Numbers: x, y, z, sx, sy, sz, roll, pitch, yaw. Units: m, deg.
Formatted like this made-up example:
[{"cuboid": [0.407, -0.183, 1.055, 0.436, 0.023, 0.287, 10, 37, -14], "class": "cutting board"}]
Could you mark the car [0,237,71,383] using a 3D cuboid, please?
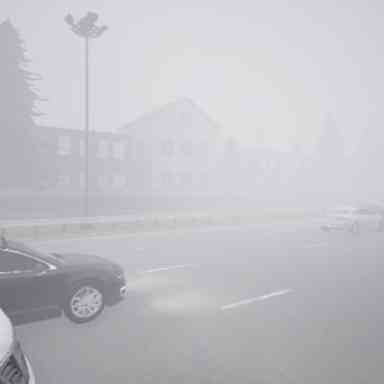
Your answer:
[{"cuboid": [-3.601, 1.221, 1.179, 5.566, 2.045, 2.150, 0, 0, -36], "class": "car"}]

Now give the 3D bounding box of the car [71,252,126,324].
[{"cuboid": [-3.518, 1.506, 5.537, 4.892, 1.490, 1.837, 0, 0, -36], "class": "car"}]

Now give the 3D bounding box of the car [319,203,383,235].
[{"cuboid": [9.084, 1.533, 18.825, 4.674, 1.442, 1.812, 0, 0, -36], "class": "car"}]

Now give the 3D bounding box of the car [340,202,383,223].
[{"cuboid": [13.964, 1.575, 26.607, 4.181, 1.385, 1.994, 0, 0, -36], "class": "car"}]
